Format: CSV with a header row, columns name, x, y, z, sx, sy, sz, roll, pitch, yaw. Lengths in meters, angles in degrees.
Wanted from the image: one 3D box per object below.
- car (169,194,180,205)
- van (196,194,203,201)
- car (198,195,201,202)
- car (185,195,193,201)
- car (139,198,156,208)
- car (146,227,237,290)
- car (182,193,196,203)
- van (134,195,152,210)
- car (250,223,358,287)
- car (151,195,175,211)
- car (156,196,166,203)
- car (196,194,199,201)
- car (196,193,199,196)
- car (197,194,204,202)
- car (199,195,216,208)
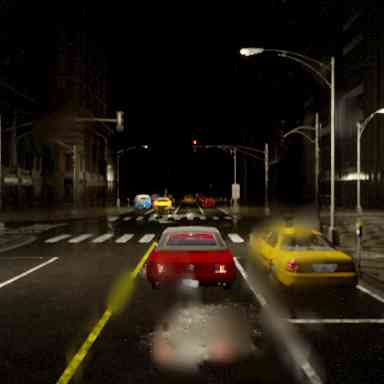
name,x,y,z,sx,sy,sz,roll,pitch,yaw
car,-3.577,1.468,56.698,2.128,1.511,4.902,0,0,0
van,1.998,1.321,85.705,1.690,1.788,3.998,0,0,-1
car,2.307,1.521,52.554,1.887,1.381,4.507,0,0,-1
car,-0.688,1.424,76.746,1.895,1.301,4.718,0,0,-1
car,-6.196,1.521,46.969,1.887,1.381,4.507,0,0,-1
car,-0.015,1.594,9.043,1.895,1.301,4.718,0,0,0
car,-0.593,1.455,66.298,1.882,1.535,5.008,0,0,-1
van,-6.147,1.318,41.444,1.690,1.788,3.998,0,0,-1
car,2.693,1.518,9.107,1.752,1.417,4.829,0,0,-1
car,-3.449,1.455,39.987,1.882,1.535,5.008,0,0,0
car,-6.393,1.560,69.068,1.802,1.307,4.206,0,0,-1
car,2.203,1.502,63.774,1.752,1.417,4.829,0,0,-1
car,2.101,1.523,74.655,1.887,1.381,4.507,0,0,-1
car,2.256,1.521,58.079,1.887,1.381,4.507,0,0,-1
car,2.359,1.521,47.029,1.887,1.381,4.507,0,0,-1
